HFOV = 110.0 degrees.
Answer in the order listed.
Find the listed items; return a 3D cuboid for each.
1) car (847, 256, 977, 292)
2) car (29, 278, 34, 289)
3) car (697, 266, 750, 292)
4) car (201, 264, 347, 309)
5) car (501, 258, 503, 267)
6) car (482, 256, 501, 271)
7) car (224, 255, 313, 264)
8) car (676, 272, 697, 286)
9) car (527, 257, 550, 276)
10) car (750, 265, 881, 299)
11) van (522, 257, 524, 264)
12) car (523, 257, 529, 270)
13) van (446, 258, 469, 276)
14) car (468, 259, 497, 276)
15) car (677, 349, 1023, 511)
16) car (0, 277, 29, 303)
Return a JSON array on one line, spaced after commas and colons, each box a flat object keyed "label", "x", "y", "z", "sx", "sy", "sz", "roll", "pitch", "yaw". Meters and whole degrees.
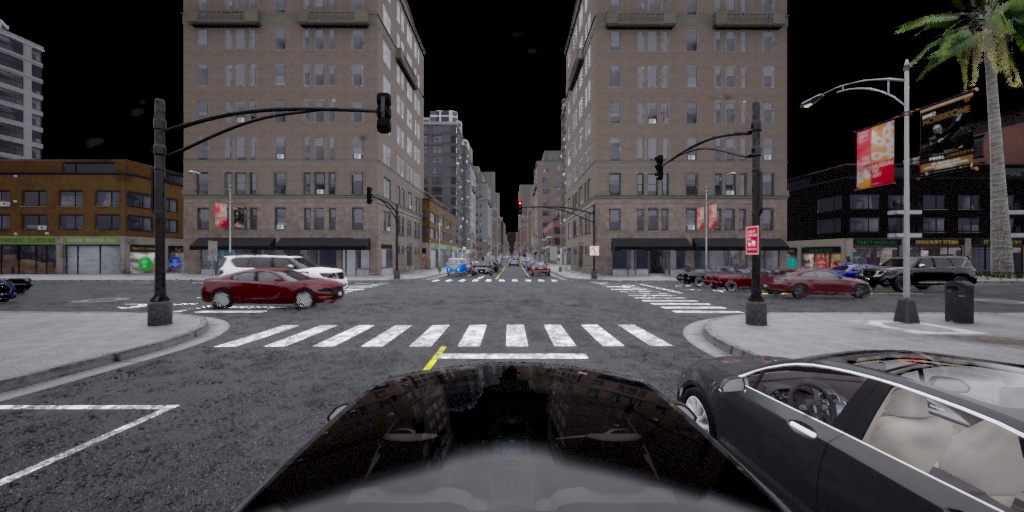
[{"label": "car", "x": 23.610, "y": 1.007, "z": 21.061, "sx": 5.566, "sy": 2.045, "sz": 2.150, "roll": 0, "pitch": 0, "yaw": 0}, {"label": "car", "x": -26.578, "y": 1.311, "z": 17.365, "sx": 4.718, "sy": 1.301, "sz": 1.895, "roll": 0, "pitch": 0, "yaw": 0}, {"label": "car", "x": 13.857, "y": 1.369, "z": 21.014, "sx": 4.718, "sy": 1.301, "sz": 1.895, "roll": 0, "pitch": 0, "yaw": 0}, {"label": "car", "x": -9.317, "y": 1.218, "z": 14.200, "sx": 5.008, "sy": 1.535, "sz": 1.882, "roll": 0, "pitch": 0, "yaw": 0}, {"label": "car", "x": -2.847, "y": 1.354, "z": 55.711, "sx": 1.895, "sy": 1.301, "sz": 4.718, "roll": 0, "pitch": 0, "yaw": 0}, {"label": "car", "x": -2.896, "y": 0.975, "z": 45.920, "sx": 2.150, "sy": 2.045, "sz": 5.566, "roll": 0, "pitch": 0, "yaw": 0}, {"label": "car", "x": -11.262, "y": 0.955, "z": 17.779, "sx": 5.566, "sy": 2.045, "sz": 2.150, "roll": 0, "pitch": 0, "yaw": -5}, {"label": "car", "x": 13.738, "y": 1.365, "z": 24.263, "sx": 4.718, "sy": 1.301, "sz": 1.895, "roll": 0, "pitch": 0, "yaw": 0}, {"label": "car", "x": 2.825, "y": 1.192, "z": 36.935, "sx": 1.967, "sy": 1.591, "sz": 4.097, "roll": 0, "pitch": 0, "yaw": 0}, {"label": "car", "x": 14.714, "y": 1.300, "z": 17.566, "sx": 4.674, "sy": 1.442, "sz": 1.812, "roll": 0, "pitch": 0, "yaw": 0}, {"label": "van", "x": 2.934, "y": 1.094, "z": 59.612, "sx": 1.690, "sy": 1.789, "sz": 3.998, "roll": 0, "pitch": 0, "yaw": 0}, {"label": "car", "x": 2.880, "y": 1.193, "z": 48.273, "sx": 1.967, "sy": 1.591, "sz": 4.097, "roll": 0, "pitch": 0, "yaw": 0}, {"label": "van", "x": -5.701, "y": 1.093, "z": 36.974, "sx": 1.690, "sy": 1.789, "sz": 3.998, "roll": 0, "pitch": 0, "yaw": 0}, {"label": "car", "x": -2.945, "y": 1.316, "z": 36.612, "sx": 1.994, "sy": 1.385, "sz": 4.181, "roll": 0, "pitch": 0, "yaw": 0}, {"label": "car", "x": 2.668, "y": 1.300, "z": 2.286, "sx": 2.007, "sy": 1.370, "sz": 4.403, "roll": 0, "pitch": 0, "yaw": 0}, {"label": "car", "x": -22.846, "y": 1.075, "z": 14.132, "sx": 4.553, "sy": 1.767, "sz": 2.097, "roll": 0, "pitch": 0, "yaw": 0}]
